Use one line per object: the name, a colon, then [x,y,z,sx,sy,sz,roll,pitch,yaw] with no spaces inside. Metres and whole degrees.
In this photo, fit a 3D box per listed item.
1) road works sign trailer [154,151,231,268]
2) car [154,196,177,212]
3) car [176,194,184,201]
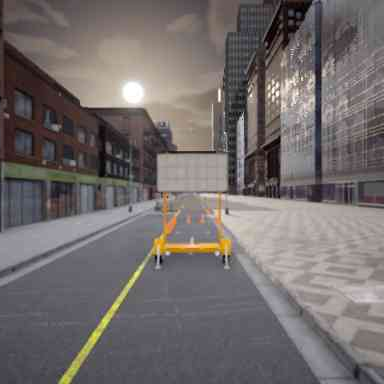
road works sign trailer: [0.014,0.431,11.083,2.380,3.560,2.880,0,0,0]
car: [-3.044,1.441,37.033,1.812,1.442,4.674,0,0,0]
car: [-2.896,1.294,77.633,2.128,1.511,4.902,0,0,0]
